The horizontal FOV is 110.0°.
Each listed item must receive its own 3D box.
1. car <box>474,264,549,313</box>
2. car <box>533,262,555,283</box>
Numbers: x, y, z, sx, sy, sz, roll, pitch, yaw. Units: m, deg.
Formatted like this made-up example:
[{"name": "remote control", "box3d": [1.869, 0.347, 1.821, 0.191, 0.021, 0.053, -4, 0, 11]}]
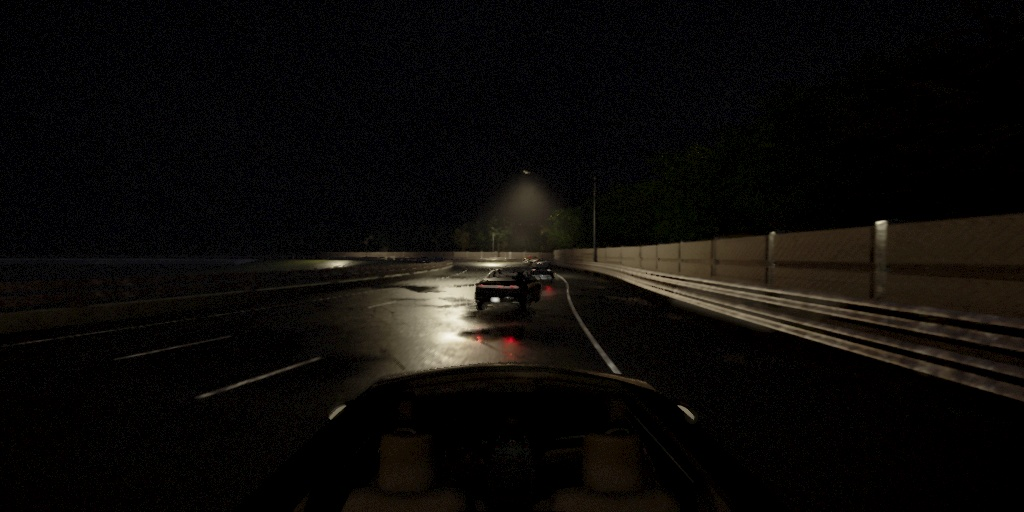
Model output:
[{"name": "car", "box3d": [-0.012, 1.236, 14.203, 2.128, 1.511, 4.902, 1, 0, 13]}, {"name": "car", "box3d": [2.341, 1.245, 28.392, 2.128, 1.511, 4.902, 1, 0, 6]}]
